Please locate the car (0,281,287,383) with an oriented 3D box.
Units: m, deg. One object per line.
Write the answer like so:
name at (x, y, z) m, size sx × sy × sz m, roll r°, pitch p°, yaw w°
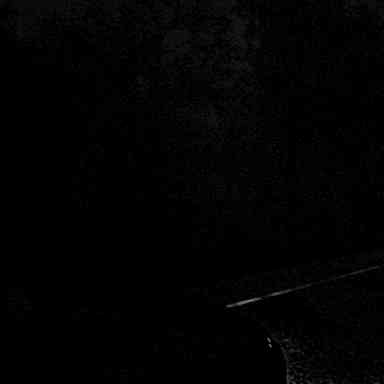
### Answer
car at (-1.075, 1.565, 2.980) m, size 4.181 × 1.385 × 1.994 m, roll 0°, pitch 0°, yaw -35°
